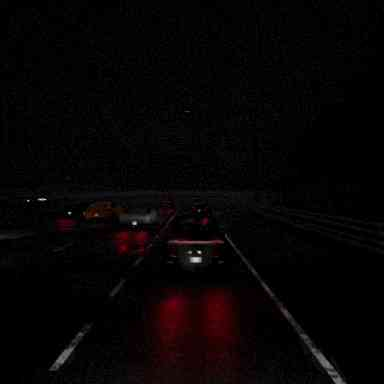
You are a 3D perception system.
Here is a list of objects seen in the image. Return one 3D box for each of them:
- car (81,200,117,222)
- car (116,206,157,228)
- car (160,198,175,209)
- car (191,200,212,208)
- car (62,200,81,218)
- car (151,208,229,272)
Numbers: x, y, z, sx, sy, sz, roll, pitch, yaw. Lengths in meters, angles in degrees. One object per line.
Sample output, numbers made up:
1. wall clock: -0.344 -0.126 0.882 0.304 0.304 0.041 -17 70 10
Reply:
1. car: -6.904 1.504 26.492 1.882 1.535 5.008 0 0 0
2. car: -3.504 1.623 22.555 1.895 1.301 4.718 0 0 0
3. car: -3.508 1.552 47.212 2.128 1.511 4.902 0 0 0
4. car: 0.955 1.551 33.093 1.812 1.442 4.674 0 0 7
5. car: -10.406 1.535 30.698 1.837 1.490 4.892 0 0 0
6. car: 0.097 1.502 10.848 2.128 1.511 4.902 0 0 0
